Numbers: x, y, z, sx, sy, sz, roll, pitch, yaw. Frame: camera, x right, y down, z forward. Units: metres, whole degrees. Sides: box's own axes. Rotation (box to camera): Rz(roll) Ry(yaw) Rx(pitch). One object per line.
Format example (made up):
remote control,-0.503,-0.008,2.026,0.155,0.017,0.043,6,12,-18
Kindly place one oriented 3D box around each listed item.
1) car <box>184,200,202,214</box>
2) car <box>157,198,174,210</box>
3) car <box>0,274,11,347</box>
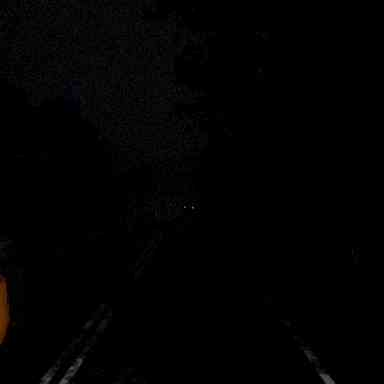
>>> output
car,0.103,1.535,34.591,2.033,1.411,5.357,0,0,0
car,-3.338,1.460,42.137,1.882,1.535,5.008,0,0,0
car,-3.351,1.478,2.366,1.882,1.535,5.008,0,0,0
